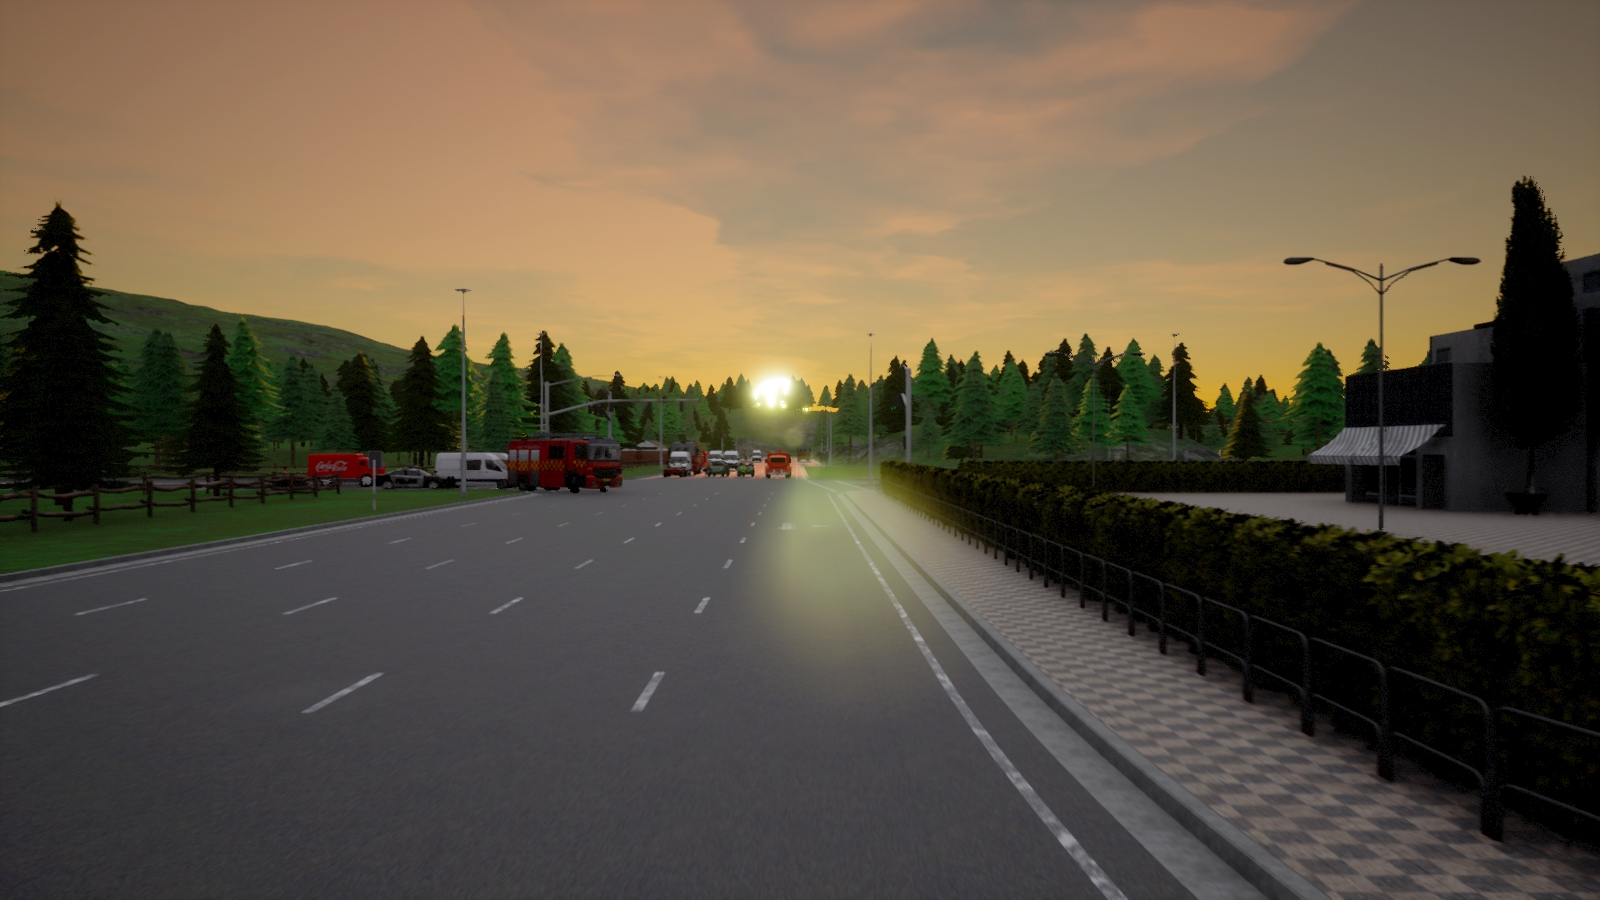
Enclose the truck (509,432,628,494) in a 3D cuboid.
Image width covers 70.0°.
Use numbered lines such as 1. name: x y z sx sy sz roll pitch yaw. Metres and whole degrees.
1. truck: -15.113 0.836 74.260 8.468 3.827 2.891 0 0 40
